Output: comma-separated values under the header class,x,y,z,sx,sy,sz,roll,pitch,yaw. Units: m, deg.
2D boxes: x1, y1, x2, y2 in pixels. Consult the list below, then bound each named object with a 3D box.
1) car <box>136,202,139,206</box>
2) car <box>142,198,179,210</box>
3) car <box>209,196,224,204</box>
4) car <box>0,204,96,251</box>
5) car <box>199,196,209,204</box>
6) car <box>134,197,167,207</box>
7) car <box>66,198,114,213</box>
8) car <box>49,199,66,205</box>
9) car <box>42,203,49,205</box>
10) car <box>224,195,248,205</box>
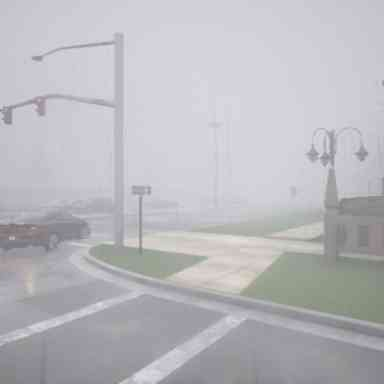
class,x,y,z,sx,sy,sz,roll,pitch,yaw
car,-5.535,1.664,47.893,1.895,1.301,4.718,0,0,36
car,-3.901,1.657,44.198,1.895,1.301,4.718,0,0,36
car,5.646,1.589,63.086,1.812,1.442,4.674,0,0,36
car,-6.154,1.504,14.301,1.882,1.535,5.008,-2,0,5
car,3.269,1.602,65.755,2.128,1.511,4.902,0,0,36
car,-6.419,1.618,52.595,2.033,1.411,5.357,0,0,36
car,-10.430,1.409,35.245,2.097,1.767,4.553,0,0,36
car,-13.169,1.589,37.427,1.812,1.442,4.674,0,0,36
car,-15.787,1.596,39.769,1.812,1.442,4.674,0,0,36
car,8.477,1.407,61.031,2.097,1.767,4.553,0,0,36
